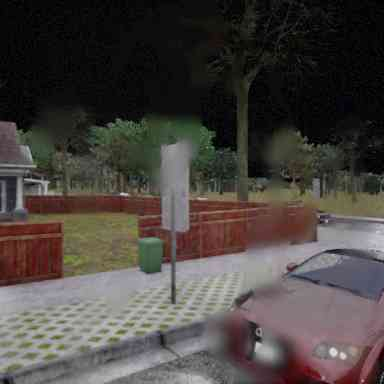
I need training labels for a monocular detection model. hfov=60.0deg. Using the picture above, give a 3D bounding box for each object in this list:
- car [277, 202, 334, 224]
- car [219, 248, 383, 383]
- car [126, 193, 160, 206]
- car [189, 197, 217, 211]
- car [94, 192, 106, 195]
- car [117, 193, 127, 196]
[{"bbox_3d":[6.791,1.387,22.752,2.033,1.411,5.357,0,1,-36],"label":"car"},{"bbox_3d":[2.419,1.572,4.821,4.181,1.385,1.994,0,0,-36],"label":"car"},{"bbox_3d":[-5.416,1.062,39.606,2.033,1.411,5.357,0,1,-36],"label":"car"},{"bbox_3d":[0.764,1.206,31.073,1.812,1.442,4.674,0,1,-36],"label":"car"},{"bbox_3d":[-16.859,0.734,60.393,1.895,1.301,4.718,0,1,-36],"label":"car"},{"bbox_3d":[-10.973,0.821,52.282,1.812,1.442,4.674,0,1,-36],"label":"car"}]
